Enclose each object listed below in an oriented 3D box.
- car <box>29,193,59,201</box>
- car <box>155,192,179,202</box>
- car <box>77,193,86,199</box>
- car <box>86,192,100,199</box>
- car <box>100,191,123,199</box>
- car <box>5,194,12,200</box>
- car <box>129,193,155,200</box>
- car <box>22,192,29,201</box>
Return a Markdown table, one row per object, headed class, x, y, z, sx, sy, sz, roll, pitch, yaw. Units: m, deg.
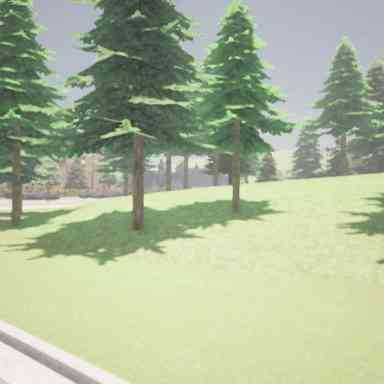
| class | x | y | z | sx | sy | sz | roll | pitch | yaw |
| --- | --- | --- | --- | --- | --- | --- | --- | --- | --- |
| car | -25.482 | 0.883 | 58.048 | 1.994 | 1.385 | 4.181 | 1 | 1 | 36 |
| car | -5.381 | 0.815 | 66.518 | 2.097 | 1.767 | 4.553 | 1 | 1 | 36 |
| car | -22.826 | 0.770 | 73.942 | 2.033 | 1.411 | 5.357 | 1 | 1 | 35 |
| car | -19.668 | 0.812 | 72.350 | 2.033 | 1.411 | 5.357 | 1 | 1 | 35 |
| car | -16.578 | 0.670 | 70.657 | 2.097 | 1.767 | 4.553 | 1 | 1 | 35 |
| car | -31.705 | 0.737 | 61.289 | 2.128 | 1.511 | 4.902 | 1 | 1 | 35 |
| car | -10.228 | 0.771 | 65.778 | 2.097 | 1.767 | 4.553 | 1 | 1 | 35 |
| car | -28.631 | 0.823 | 59.601 | 2.033 | 1.411 | 5.357 | 1 | 1 | 36 |
